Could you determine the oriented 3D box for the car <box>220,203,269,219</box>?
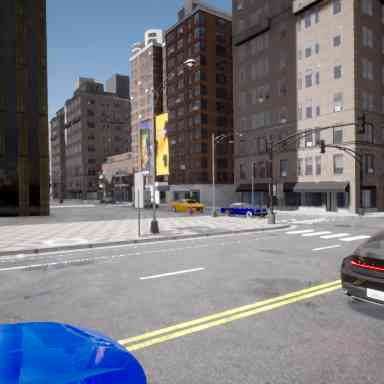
[{"bbox_3d":[4.808,1.695,30.762,1.895,1.301,4.718,-1,0,-35],"label":"car"}]

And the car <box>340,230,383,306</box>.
[{"bbox_3d":[5.106,1.504,7.087,4.892,1.490,1.837,0,0,-36],"label":"car"}]

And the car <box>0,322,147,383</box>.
[{"bbox_3d":[-2.584,1.478,1.598,5.008,1.535,1.882,0,0,-35],"label":"car"}]

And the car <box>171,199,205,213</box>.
[{"bbox_3d":[-0.546,1.603,38.366,1.882,1.535,5.008,-1,0,-35],"label":"car"}]

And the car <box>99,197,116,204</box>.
[{"bbox_3d":[-17.207,1.741,67.576,2.033,1.411,5.357,-1,0,-35],"label":"car"}]

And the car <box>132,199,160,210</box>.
[{"bbox_3d":[-6.642,1.709,47.026,2.033,1.411,5.357,-1,0,-36],"label":"car"}]
